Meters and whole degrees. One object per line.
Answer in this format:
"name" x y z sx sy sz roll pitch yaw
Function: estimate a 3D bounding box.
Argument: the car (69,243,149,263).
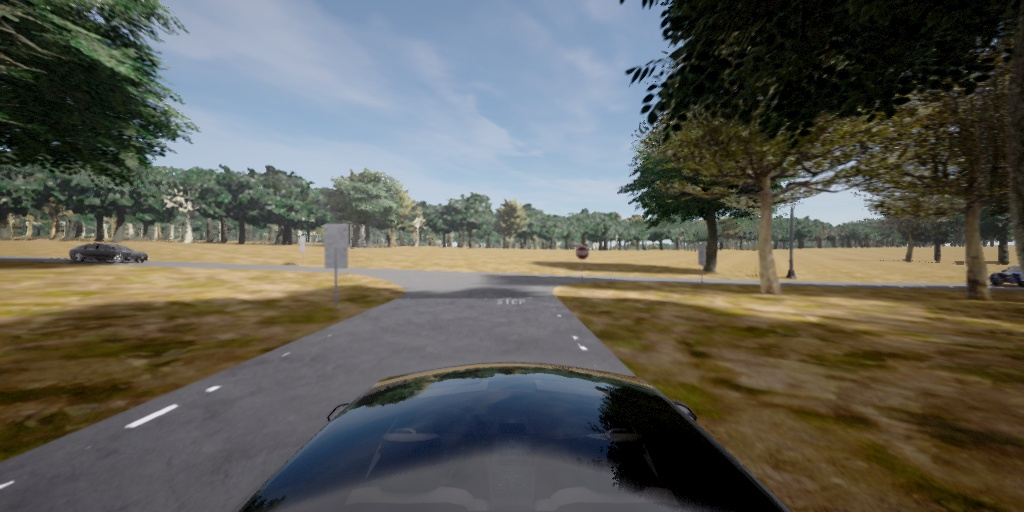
"car" -31.549 -0.217 28.169 4.892 1.490 1.837 2 -1 -3

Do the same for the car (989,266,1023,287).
"car" 51.275 1.994 35.741 5.566 2.045 2.150 1 -1 -3
